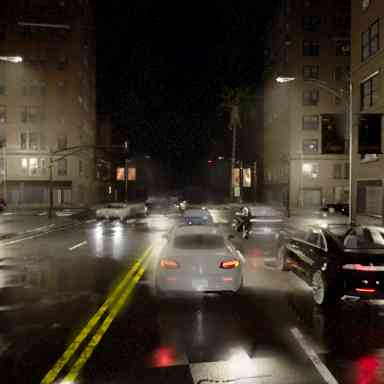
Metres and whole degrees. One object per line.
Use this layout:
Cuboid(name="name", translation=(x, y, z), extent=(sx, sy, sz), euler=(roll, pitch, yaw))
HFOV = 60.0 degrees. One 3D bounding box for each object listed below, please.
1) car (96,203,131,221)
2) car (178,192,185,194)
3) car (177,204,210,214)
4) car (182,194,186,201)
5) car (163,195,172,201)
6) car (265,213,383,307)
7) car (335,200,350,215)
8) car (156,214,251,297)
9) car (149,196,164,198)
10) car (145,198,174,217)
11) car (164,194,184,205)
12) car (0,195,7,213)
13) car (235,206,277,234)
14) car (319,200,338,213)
Cuboid(name="car", translation=(-6.387, 1.614, 27.330), extent=(1.895, 1.301, 4.718), euler=(0, -1, 1))
Cuboid(name="car", translation=(-2.630, 1.108, 83.535), extent=(2.150, 2.045, 5.566), euler=(0, 0, 0))
Cuboid(name="car", translation=(0.231, 1.544, 17.906), extent=(2.033, 1.411, 5.357), euler=(0, 0, 0))
Cuboid(name="car", translation=(-2.736, 1.584, 69.318), extent=(1.895, 1.301, 4.718), euler=(0, 0, 0))
Cuboid(name="car", translation=(-5.900, 1.510, 80.797), extent=(1.994, 1.385, 4.181), euler=(0, 0, 0))
Cuboid(name="car", translation=(3.387, 1.490, 7.908), extent=(2.128, 1.511, 4.902), euler=(0, 0, 1))
Cuboid(name="car", translation=(16.447, 1.762, 31.597), extent=(4.313, 1.339, 1.947), euler=(0, 0, 1))
Cuboid(name="car", translation=(0.162, 1.524, 8.452), extent=(1.812, 1.442, 4.674), euler=(0, 0, 0))
Cuboid(name="car", translation=(-6.203, 1.539, 52.903), extent=(2.033, 1.411, 5.357), euler=(0, 0, 0))
Cuboid(name="car", translation=(-3.110, 1.568, 31.562), extent=(2.033, 1.411, 5.357), euler=(0, 0, 1))
Cuboid(name="car", translation=(-2.935, 1.539, 55.032), extent=(2.033, 1.411, 5.357), euler=(0, 0, 1))
Cuboid(name="car", translation=(-20.692, 1.345, 31.977), extent=(5.008, 1.535, 1.882), euler=(0, 1, -8))
Cuboid(name="car", translation=(3.377, 1.488, 17.216), extent=(2.128, 1.511, 4.902), euler=(0, 0, 0))
Cuboid(name="car", translation=(17.011, 1.592, 37.541), extent=(5.008, 1.535, 1.882), euler=(0, 1, 1))
